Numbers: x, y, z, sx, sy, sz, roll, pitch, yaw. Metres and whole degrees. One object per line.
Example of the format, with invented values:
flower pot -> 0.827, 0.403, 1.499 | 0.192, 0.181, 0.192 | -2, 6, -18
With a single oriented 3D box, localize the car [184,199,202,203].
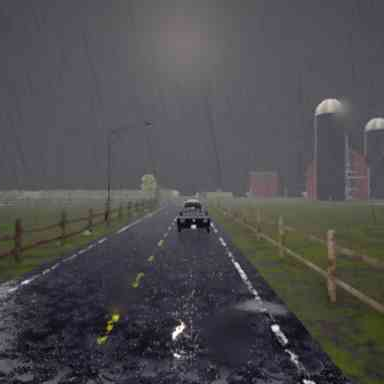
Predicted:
car -> 0.102, 1.490, 37.539 | 1.882, 1.535, 5.008 | 0, 0, 0

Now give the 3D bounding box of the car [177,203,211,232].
car -> 0.100, 1.595, 20.152 | 1.895, 1.301, 4.718 | 0, 0, 0
